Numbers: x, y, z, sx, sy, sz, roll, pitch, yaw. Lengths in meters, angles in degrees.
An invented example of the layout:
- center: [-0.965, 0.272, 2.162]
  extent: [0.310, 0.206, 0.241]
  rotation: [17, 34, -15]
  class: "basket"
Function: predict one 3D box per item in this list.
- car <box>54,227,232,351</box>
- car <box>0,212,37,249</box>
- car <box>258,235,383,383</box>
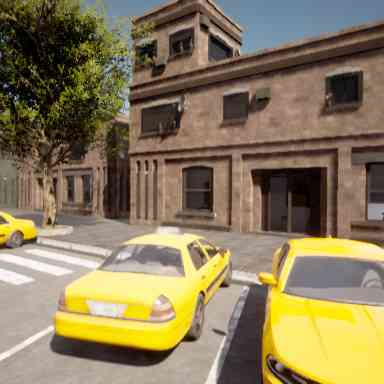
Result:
- center: [-0.372, 1.459, 6.581]
  extent: [1.946, 1.575, 5.366]
  rotation: [1, 0, 16]
  class: "car"
- center: [-7.805, 1.345, 11.463]
  extent: [1.946, 1.575, 5.366]
  rotation: [1, 0, 16]
  class: "car"
- center: [2.036, 1.468, 4.674]
  extent: [2.097, 1.535, 5.008]
  rotation: [1, 0, 15]
  class: "car"
